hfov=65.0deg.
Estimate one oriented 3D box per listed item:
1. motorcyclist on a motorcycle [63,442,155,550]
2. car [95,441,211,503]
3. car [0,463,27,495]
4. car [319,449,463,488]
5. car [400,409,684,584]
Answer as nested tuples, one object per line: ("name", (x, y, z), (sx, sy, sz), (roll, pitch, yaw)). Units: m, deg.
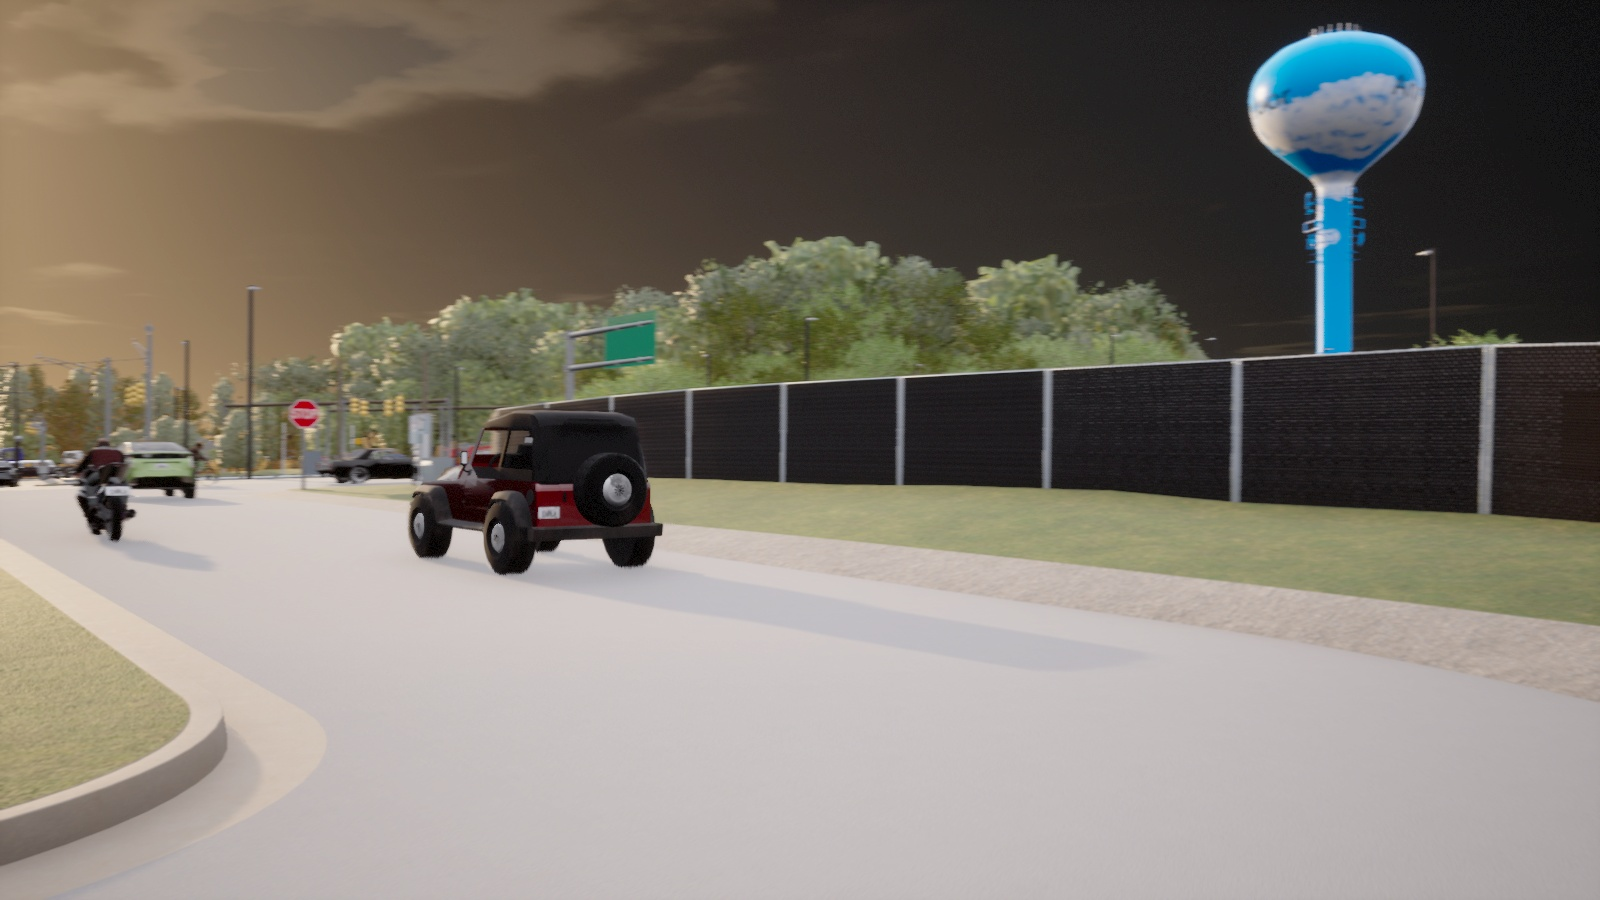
("motorcyclist on a motorcycle", (-10.499, 0.650, 19.041), (0.866, 1.530, 2.191), (0, 1, -38))
("car", (-17.268, 0.561, 33.391), (2.007, 1.525, 4.514), (-1, 0, -37))
("car", (-39.765, 1.417, 62.453), (2.007, 1.525, 4.514), (-1, 0, -35))
("car", (-15.187, 0.657, 46.734), (4.718, 1.301, 1.895), (-1, 0, -38))
("car", (-3.308, 0.479, 15.577), (1.905, 1.878, 3.866), (0, 1, -38))
